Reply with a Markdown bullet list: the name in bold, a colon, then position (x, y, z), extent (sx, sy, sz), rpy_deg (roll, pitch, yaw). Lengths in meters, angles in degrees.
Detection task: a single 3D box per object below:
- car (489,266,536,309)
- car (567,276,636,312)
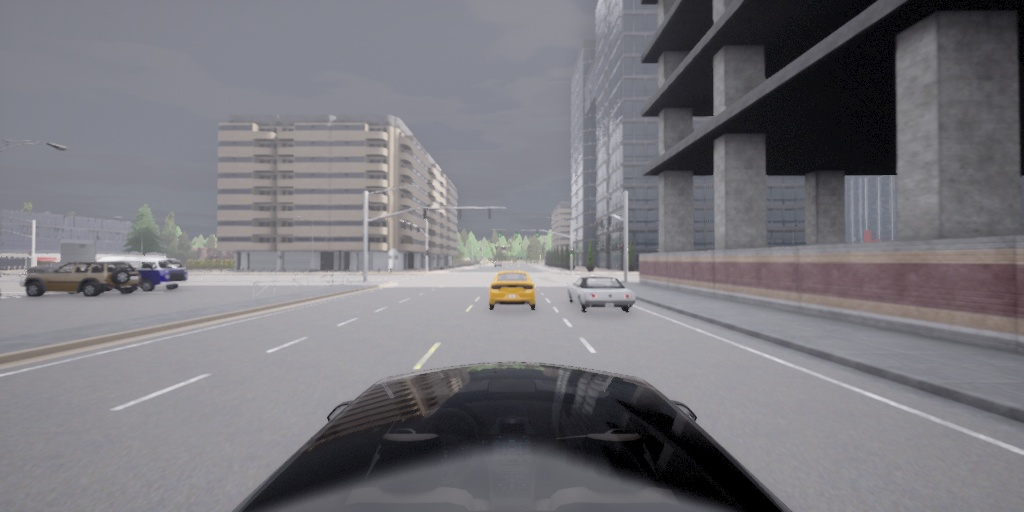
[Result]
- **car**: position (0.028, 1.388, 16.075), extent (1.882, 1.535, 5.008), rpy_deg (0, 0, 1)
- **car**: position (3.517, 1.500, 15.069), extent (1.895, 1.301, 4.718), rpy_deg (0, -1, 0)
